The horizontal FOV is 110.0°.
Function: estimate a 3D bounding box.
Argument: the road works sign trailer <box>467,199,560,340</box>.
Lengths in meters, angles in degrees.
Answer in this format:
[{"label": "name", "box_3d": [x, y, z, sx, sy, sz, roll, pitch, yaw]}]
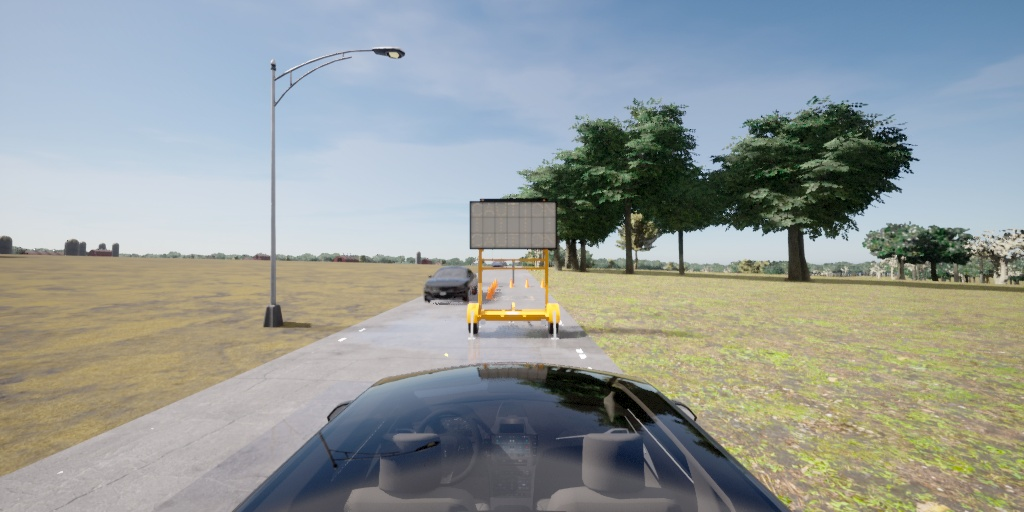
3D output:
[{"label": "road works sign trailer", "box_3d": [0.040, 0.220, 9.972, 2.380, 3.560, 2.880, 0, 0, 0]}]

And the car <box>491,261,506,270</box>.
[{"label": "car", "box_3d": [-2.458, 1.523, 58.896, 2.033, 1.411, 5.357, 0, -1, 1]}]

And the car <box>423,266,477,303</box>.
[{"label": "car", "box_3d": [-2.747, 1.241, 16.834, 1.882, 1.535, 5.008, 0, 0, 0]}]
